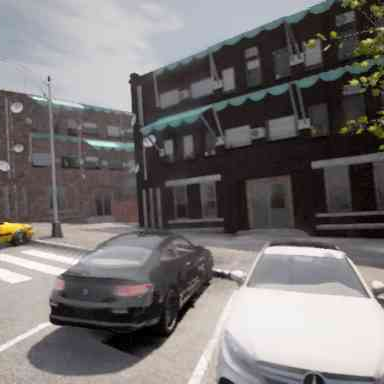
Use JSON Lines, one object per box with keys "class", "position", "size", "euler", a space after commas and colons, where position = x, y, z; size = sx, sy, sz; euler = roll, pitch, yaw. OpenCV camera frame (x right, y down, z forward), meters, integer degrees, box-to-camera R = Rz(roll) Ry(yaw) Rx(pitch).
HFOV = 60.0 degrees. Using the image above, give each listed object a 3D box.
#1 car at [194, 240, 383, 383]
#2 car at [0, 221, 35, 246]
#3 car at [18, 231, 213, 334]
{"class": "car", "position": [1.629, 1.519, 4.947], "size": [2.002, 1.452, 4.674], "euler": [1, 0, 16]}
{"class": "car", "position": [-8.167, 1.414, 12.133], "size": [1.946, 1.575, 5.366], "euler": [0, -1, 15]}
{"class": "car", "position": [-0.838, 1.503, 6.704], "size": [2.002, 1.452, 4.674], "euler": [0, -1, 16]}
